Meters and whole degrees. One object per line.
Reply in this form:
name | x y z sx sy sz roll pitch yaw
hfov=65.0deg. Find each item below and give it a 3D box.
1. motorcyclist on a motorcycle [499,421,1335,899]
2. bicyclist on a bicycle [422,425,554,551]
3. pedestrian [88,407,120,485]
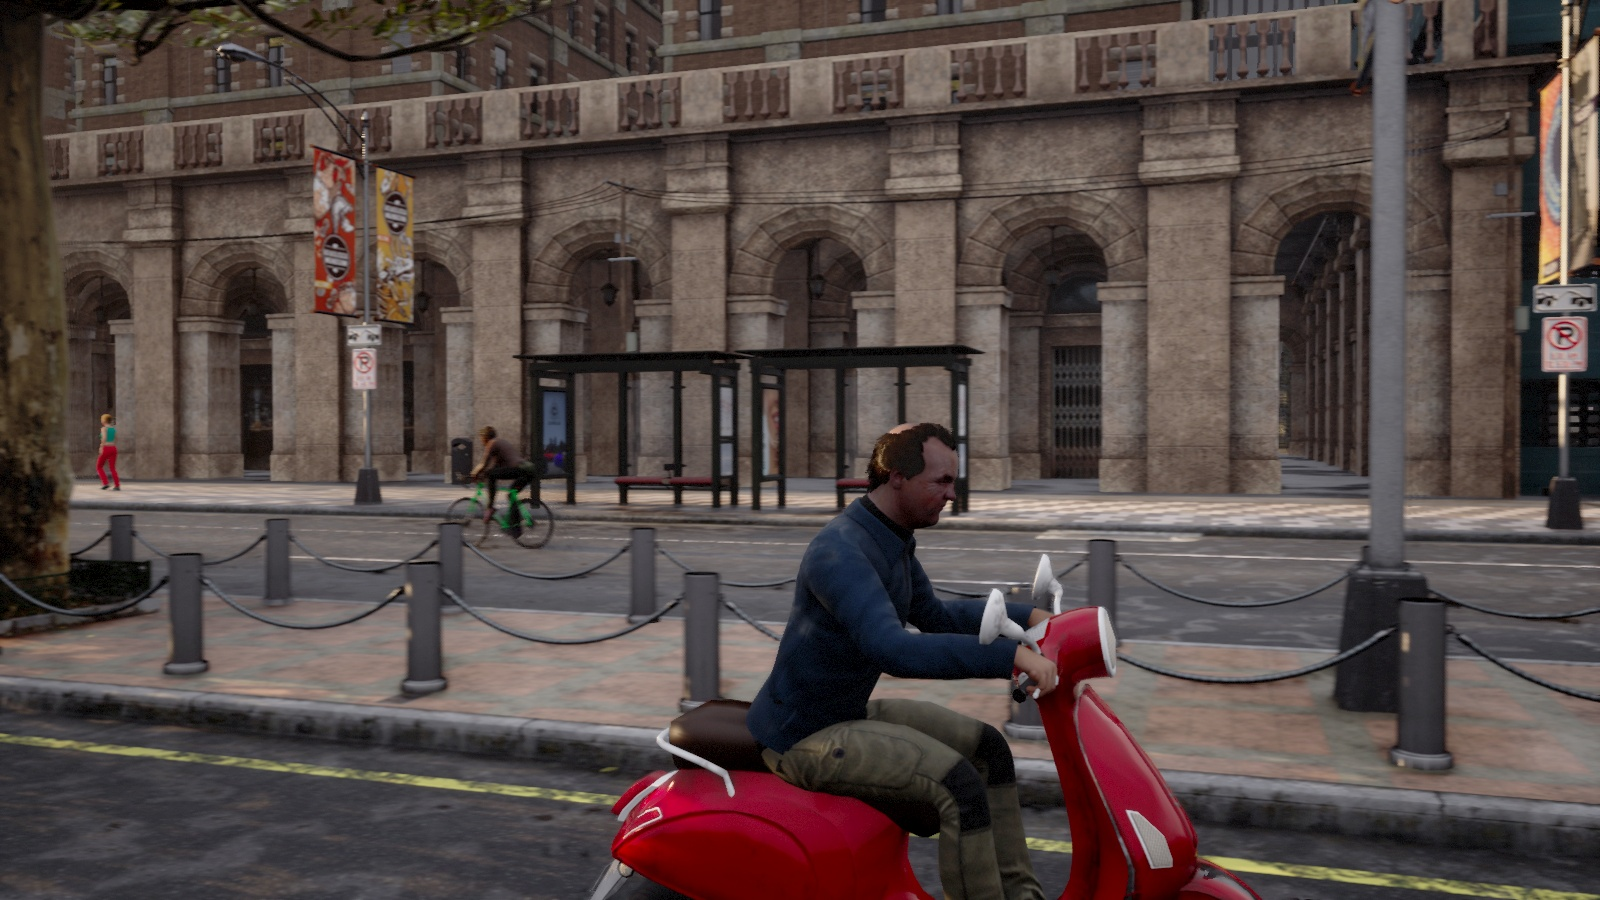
motorcyclist on a motorcycle | 0.288 0.729 3.096 1.817 1.590 0.866 1 1 19
bicyclist on a bicycle | -4.152 0.480 16.721 1.656 1.620 0.582 0 1 19
pedestrian | -16.458 -0.096 29.704 0.594 1.836 0.345 1 1 20
